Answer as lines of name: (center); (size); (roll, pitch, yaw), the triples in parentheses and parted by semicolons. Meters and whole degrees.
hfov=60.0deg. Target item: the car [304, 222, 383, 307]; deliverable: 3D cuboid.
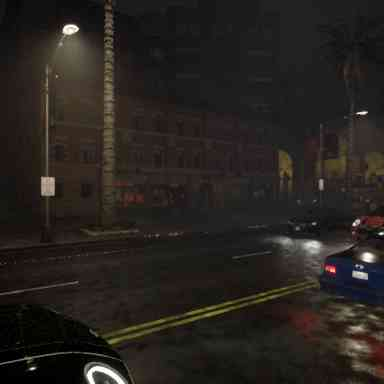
car: (5.077, 1.547, 7.460); (5.357, 1.411, 2.033); (0, 0, -35)

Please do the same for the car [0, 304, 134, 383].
car: (-2.556, 1.352, 1.868); (4.553, 1.767, 2.097); (0, 0, -36)

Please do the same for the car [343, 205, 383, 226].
car: (9.141, 1.352, 14.931); (4.553, 1.767, 2.097); (0, 0, -36)

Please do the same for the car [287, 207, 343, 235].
car: (7.077, 1.526, 17.757); (4.674, 1.442, 1.812); (0, 0, -36)
